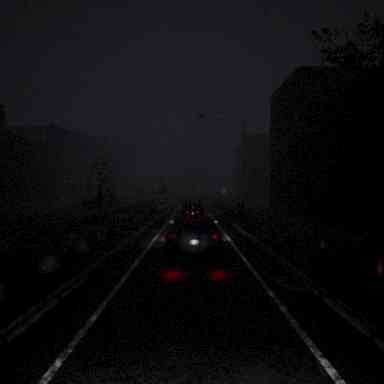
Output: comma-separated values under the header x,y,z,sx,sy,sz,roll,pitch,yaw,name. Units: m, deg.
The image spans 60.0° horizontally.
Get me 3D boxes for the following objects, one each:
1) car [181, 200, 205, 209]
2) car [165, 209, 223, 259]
x,y,z,sx,sy,sz,roll,pitch,yaw,name
0.066,1.477,29.775,1.837,1.490,4.892,0,0,0,car
0.071,1.553,12.552,1.994,1.385,4.181,0,0,0,car
